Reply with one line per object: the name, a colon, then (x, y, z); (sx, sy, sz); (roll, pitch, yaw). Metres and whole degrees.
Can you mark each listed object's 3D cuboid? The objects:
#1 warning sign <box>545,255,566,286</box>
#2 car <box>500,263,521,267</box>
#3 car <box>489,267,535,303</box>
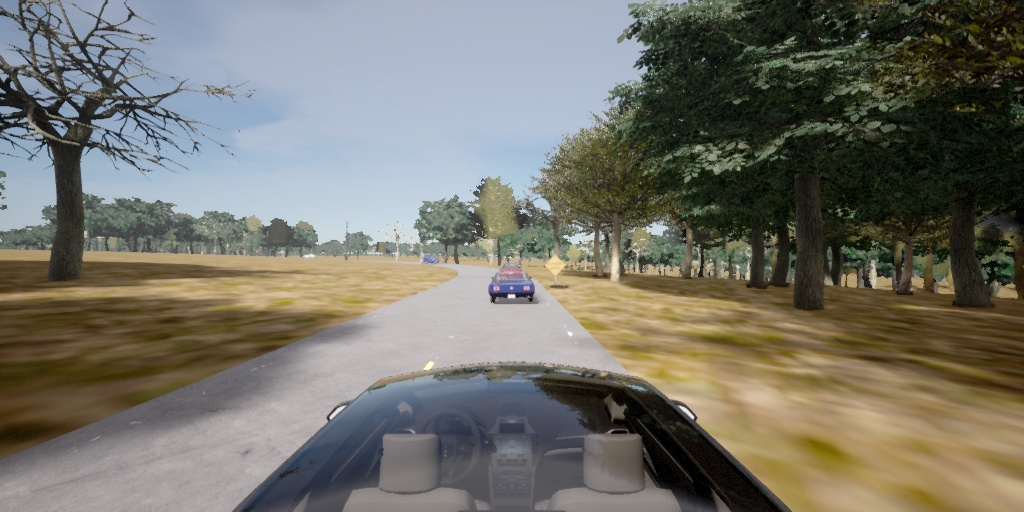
warning sign: (2.650, 0.844, 21.811); (1.300, 1.860, 1.060); (0, 0, 0)
car: (-0.117, 1.275, 31.574); (1.994, 1.385, 4.181); (0, 0, -3)
car: (-0.009, 1.339, 16.533); (1.895, 1.301, 4.718); (-1, -1, 0)
